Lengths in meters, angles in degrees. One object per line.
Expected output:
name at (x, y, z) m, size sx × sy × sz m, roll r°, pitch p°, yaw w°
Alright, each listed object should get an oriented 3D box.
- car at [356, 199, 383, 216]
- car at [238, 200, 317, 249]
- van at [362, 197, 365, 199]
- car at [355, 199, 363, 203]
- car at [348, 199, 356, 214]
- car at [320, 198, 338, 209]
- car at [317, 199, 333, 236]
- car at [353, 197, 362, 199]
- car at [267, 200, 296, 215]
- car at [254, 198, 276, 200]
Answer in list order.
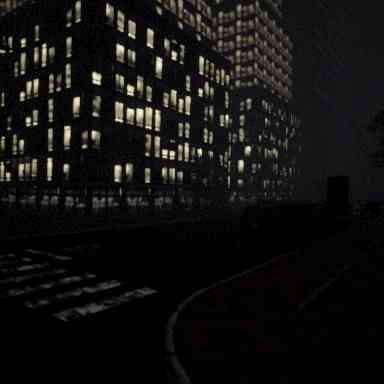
car at (21.243, 1.990, 39.427) m, size 1.837 × 1.490 × 4.892 m, roll 1°, pitch 0°, yaw 36°
car at (4.005, 1.505, 15.883) m, size 2.192 × 1.841 × 5.009 m, roll 1°, pitch 0°, yaw 36°
van at (39.502, 2.125, 79.324) m, size 1.690 × 1.788 × 3.998 m, roll 1°, pitch 0°, yaw 36°
car at (23.518, 2.117, 47.804) m, size 1.895 × 1.301 × 4.718 m, roll 1°, pitch 0°, yaw 36°
car at (17.917, 1.925, 39.877) m, size 1.837 × 1.490 × 4.892 m, roll 1°, pitch 0°, yaw 36°
car at (23.346, 1.938, 56.710) m, size 1.967 × 1.590 × 4.097 m, roll 1°, pitch 0°, yaw 36°
car at (7.157, 1.558, 20.461) m, size 2.192 × 1.841 × 5.009 m, roll 1°, pitch 0°, yaw 36°
car at (36.269, 2.166, 74.801) m, size 1.967 × 1.590 × 4.097 m, roll 1°, pitch 0°, yaw 36°
car at (10.422, 1.713, 38.618) m, size 1.967 × 1.590 × 4.097 m, roll 1°, pitch 0°, yaw 36°
car at (7.194, 1.532, 34.094) m, size 2.192 × 1.841 × 5.009 m, roll 1°, pitch 0°, yaw 36°
